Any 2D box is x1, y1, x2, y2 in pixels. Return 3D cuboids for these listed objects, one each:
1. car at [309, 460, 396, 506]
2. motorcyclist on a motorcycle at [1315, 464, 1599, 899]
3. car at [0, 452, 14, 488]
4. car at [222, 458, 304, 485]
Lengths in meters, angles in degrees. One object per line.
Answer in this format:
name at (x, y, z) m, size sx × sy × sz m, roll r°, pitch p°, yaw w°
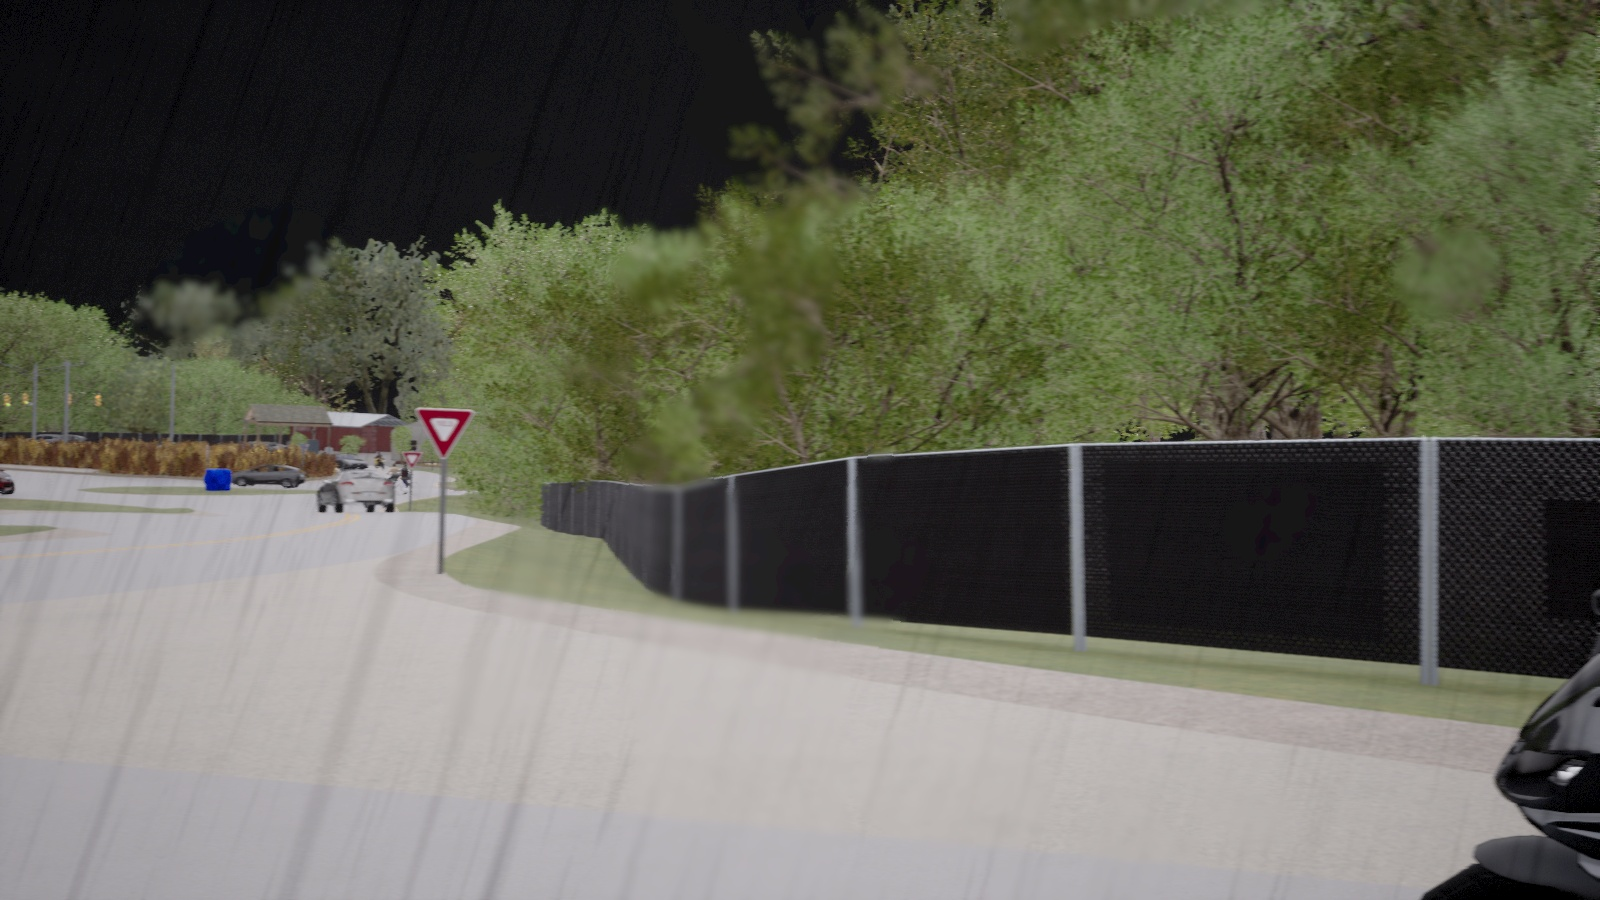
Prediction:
car at (-17.173, 1.311, 48.063) m, size 2.152 × 1.651 × 5.027 m, roll 2°, pitch -3°, yaw -31°
motorcyclist on a motorcycle at (2.224, 0.828, 2.452) m, size 2.191 × 1.530 × 0.866 m, roll 1°, pitch 2°, yaw 27°
car at (-40.701, 0.893, 61.734) m, size 5.027 × 1.651 × 2.152 m, roll 3°, pitch 1°, yaw 42°
car at (-35.257, 1.411, 82.551) m, size 4.514 × 1.525 × 2.007 m, roll 3°, pitch 0°, yaw -6°
